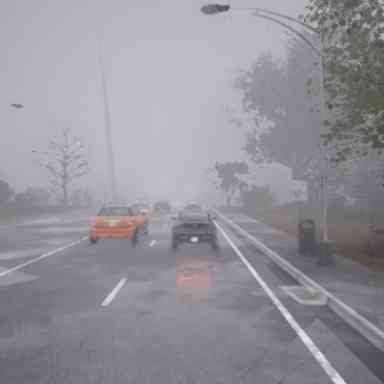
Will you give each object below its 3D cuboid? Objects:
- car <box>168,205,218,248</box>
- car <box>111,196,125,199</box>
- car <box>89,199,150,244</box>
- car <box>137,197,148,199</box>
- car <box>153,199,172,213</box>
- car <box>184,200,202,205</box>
[{"bbox_3d":[0.097,1.543,14.965,1.837,1.490,4.892,0,0,0],"label":"car"},{"bbox_3d":[-10.508,1.391,46.540,2.097,1.767,4.553,0,0,0],"label":"car"},{"bbox_3d":[-3.403,1.393,16.307,2.097,1.767,4.553,0,0,0],"label":"car"},{"bbox_3d":[-7.008,1.535,46.511,1.837,1.490,4.892,0,0,0],"label":"car"},{"bbox_3d":[-3.407,1.603,38.884,1.837,1.490,4.892,0,0,0],"label":"car"},{"bbox_3d":[0.080,1.617,36.339,1.812,1.442,4.674,0,0,0],"label":"car"}]
